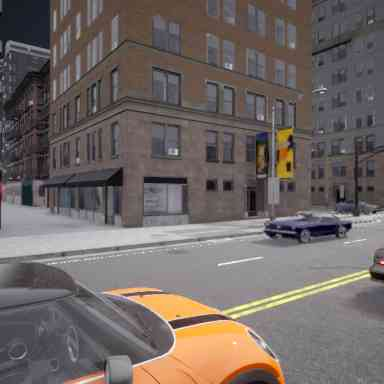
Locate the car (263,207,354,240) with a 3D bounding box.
[{"bbox_3d":[5.597,1.603,15.912,4.718,1.301,1.895,0,0,-36],"label":"car"}]

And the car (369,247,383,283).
[{"bbox_3d":[6.447,1.548,8.238,5.357,1.411,2.033,0,0,-37],"label":"car"}]

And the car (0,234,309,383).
[{"bbox_3d":[-1.356,1.352,2.437,4.553,1.767,2.097,0,0,-37],"label":"car"}]

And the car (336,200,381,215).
[{"bbox_3d":[17.036,1.554,34.271,1.994,1.385,4.181,0,0,-37],"label":"car"}]
